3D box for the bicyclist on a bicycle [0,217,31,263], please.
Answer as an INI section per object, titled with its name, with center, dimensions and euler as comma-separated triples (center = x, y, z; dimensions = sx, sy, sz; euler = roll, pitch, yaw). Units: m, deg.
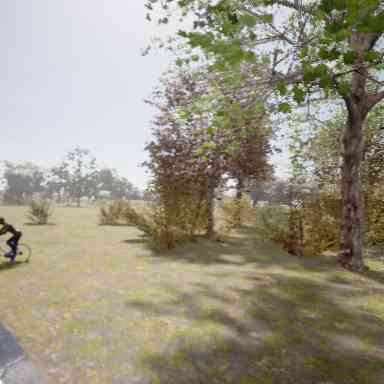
[bicyclist on a bicycle]
center = -6.348, 1.671, 11.341
dimensions = 1.656, 1.620, 0.582
euler = 3, -2, -41
